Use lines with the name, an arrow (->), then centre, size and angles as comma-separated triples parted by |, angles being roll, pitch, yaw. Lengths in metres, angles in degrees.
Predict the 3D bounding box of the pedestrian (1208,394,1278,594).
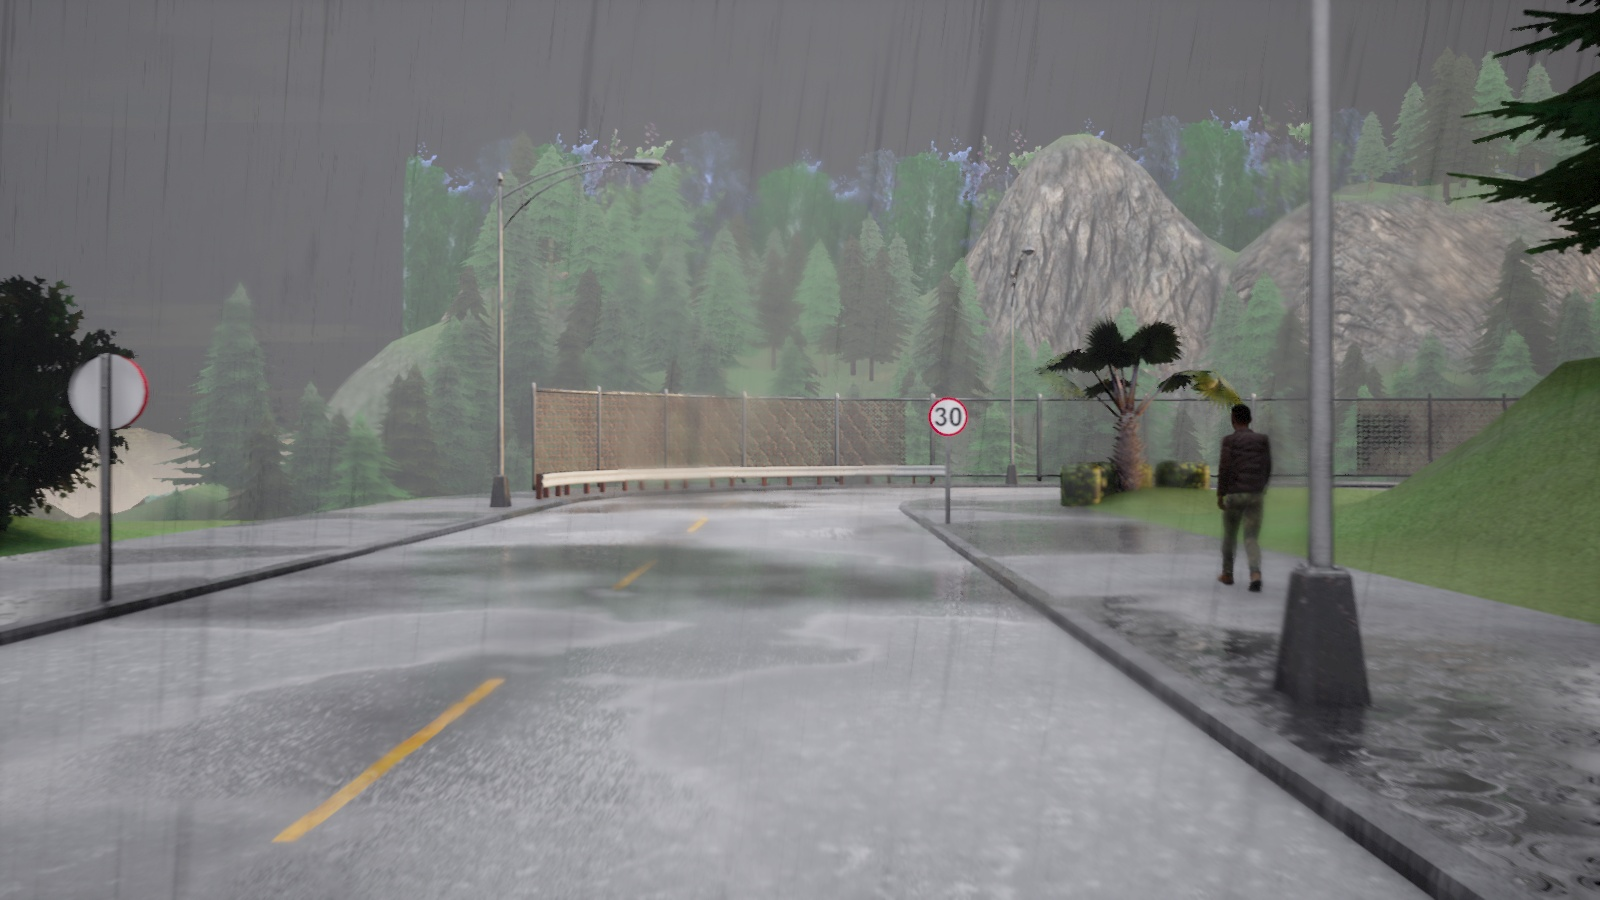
pedestrian -> 4.200, 0.405, 11.932 | 0.431, 1.840, 0.703 | 0, 0, 2
